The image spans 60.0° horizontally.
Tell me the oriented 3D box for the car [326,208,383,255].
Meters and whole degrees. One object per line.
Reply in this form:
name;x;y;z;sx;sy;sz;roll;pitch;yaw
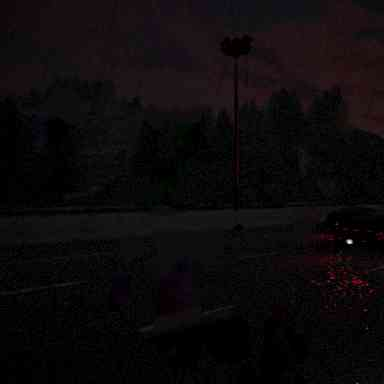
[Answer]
car;7.733;1.578;13.561;4.892;1.490;1.837;0;0;-35

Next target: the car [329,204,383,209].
car;9.841;1.577;19.362;5.008;1.535;1.882;0;0;-35

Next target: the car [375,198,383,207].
car;34.327;1.814;58.443;4.892;1.490;1.837;0;0;-35

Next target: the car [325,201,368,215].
car;17.712;1.737;38.067;5.357;1.411;2.033;0;0;-35

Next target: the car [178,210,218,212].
car;0.985;1.656;34.779;5.357;1.411;2.033;0;0;-35
